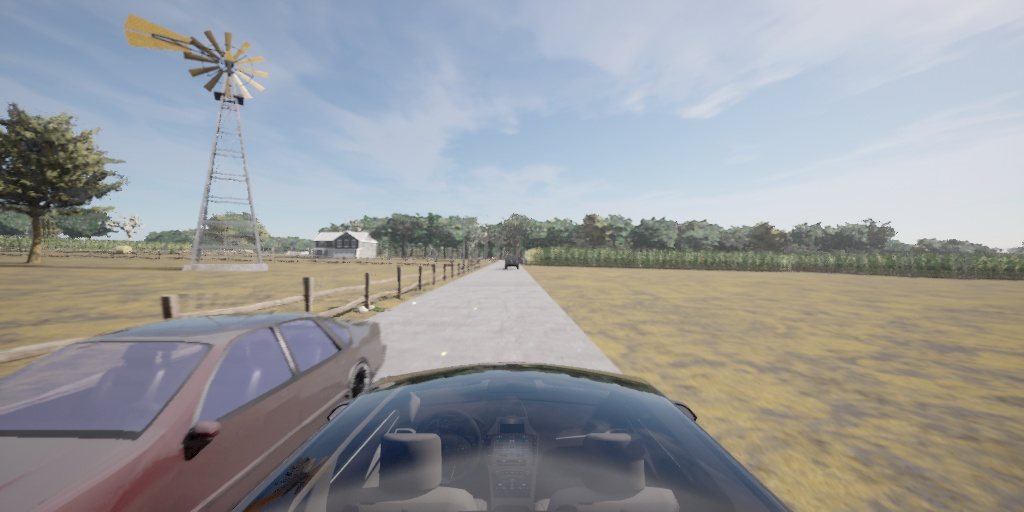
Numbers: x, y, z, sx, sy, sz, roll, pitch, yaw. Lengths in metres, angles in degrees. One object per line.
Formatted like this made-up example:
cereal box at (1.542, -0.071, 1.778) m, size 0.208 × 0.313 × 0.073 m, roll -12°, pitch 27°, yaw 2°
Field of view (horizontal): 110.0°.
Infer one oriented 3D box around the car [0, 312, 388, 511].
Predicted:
car at (-2.826, 1.298, 3.236) m, size 2.033 × 1.411 × 5.357 m, roll 0°, pitch 0°, yaw 0°

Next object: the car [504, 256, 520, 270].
car at (-0.009, 0.965, 54.052) m, size 2.150 × 2.045 × 5.566 m, roll 0°, pitch 0°, yaw 0°
